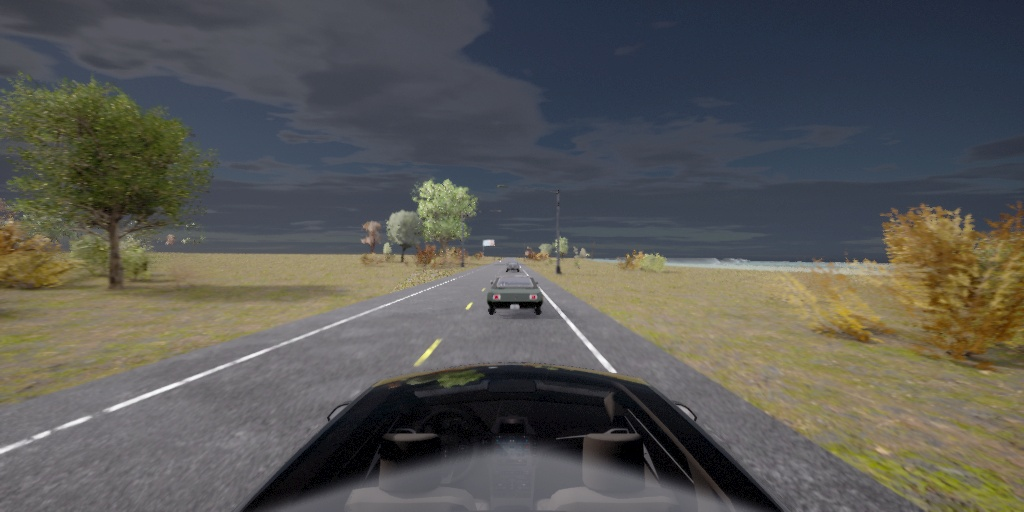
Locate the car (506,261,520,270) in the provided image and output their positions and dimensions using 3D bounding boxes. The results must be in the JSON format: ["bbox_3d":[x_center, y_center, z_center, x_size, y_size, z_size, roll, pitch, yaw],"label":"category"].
[{"bbox_3d":[0.101,1.468,50.669,2.033,1.411,5.357,0,0,0],"label":"car"}]

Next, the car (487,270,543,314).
[{"bbox_3d":[0.100,1.398,14.092,1.895,1.301,4.718,0,0,0],"label":"car"}]
